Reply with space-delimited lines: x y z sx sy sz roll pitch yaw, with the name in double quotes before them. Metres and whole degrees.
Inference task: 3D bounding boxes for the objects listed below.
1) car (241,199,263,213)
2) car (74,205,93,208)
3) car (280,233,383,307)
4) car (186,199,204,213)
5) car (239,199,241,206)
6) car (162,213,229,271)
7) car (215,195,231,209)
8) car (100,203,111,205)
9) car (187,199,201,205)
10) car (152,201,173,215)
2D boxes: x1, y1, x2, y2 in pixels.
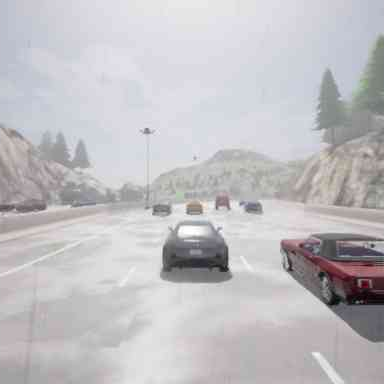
"car" 7.531 1.735 41.291 1.882 1.535 5.008 0 -1 3
"car" -16.364 1.674 50.947 2.097 1.767 4.553 0 0 6
"car" 3.601 1.652 8.062 1.895 1.301 4.718 0 0 0
"car" 0.412 1.727 39.841 1.882 1.535 5.008 0 0 4
"car" 9.900 1.994 63.000 1.895 1.301 4.718 0 0 11
"car" 0.103 1.635 11.161 1.994 1.385 4.181 0 0 0
"car" 4.779 1.542 51.103 2.150 2.045 5.566 0 0 7
"car" -12.849 1.828 51.116 1.837 1.490 4.892 0 0 7
"car" 0.421 2.029 68.607 1.895 1.301 4.718 0 -1 12
"car" -3.196 1.722 36.956 2.128 1.511 4.902 0 -1 2
